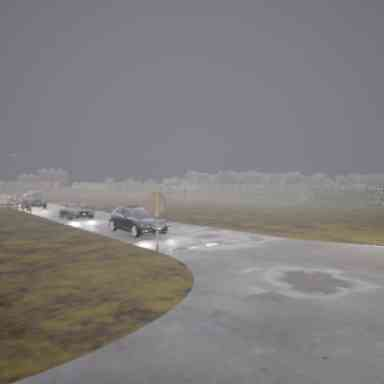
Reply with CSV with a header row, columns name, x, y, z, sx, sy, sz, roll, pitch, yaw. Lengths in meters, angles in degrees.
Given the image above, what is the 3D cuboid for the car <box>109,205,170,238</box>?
name,x,y,z,sx,sy,sz,roll,pitch,yaw
car,-3.043,1.538,18.474,1.837,1.490,4.892,-1,2,-36

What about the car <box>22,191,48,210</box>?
name,x,y,z,sx,sy,sz,roll,pitch,yaw
car,-19.652,1.051,41.421,2.150,2.045,5.566,-1,1,-35

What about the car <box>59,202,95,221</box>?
name,x,y,z,sx,sy,sz,roll,pitch,yaw
car,-9.528,1.531,27.415,1.994,1.385,4.181,-1,1,-36

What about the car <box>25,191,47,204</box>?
name,x,y,z,sx,sy,sz,roll,pitch,yaw
car,-25.774,0.871,54.807,2.150,2.045,5.566,-1,1,-36
